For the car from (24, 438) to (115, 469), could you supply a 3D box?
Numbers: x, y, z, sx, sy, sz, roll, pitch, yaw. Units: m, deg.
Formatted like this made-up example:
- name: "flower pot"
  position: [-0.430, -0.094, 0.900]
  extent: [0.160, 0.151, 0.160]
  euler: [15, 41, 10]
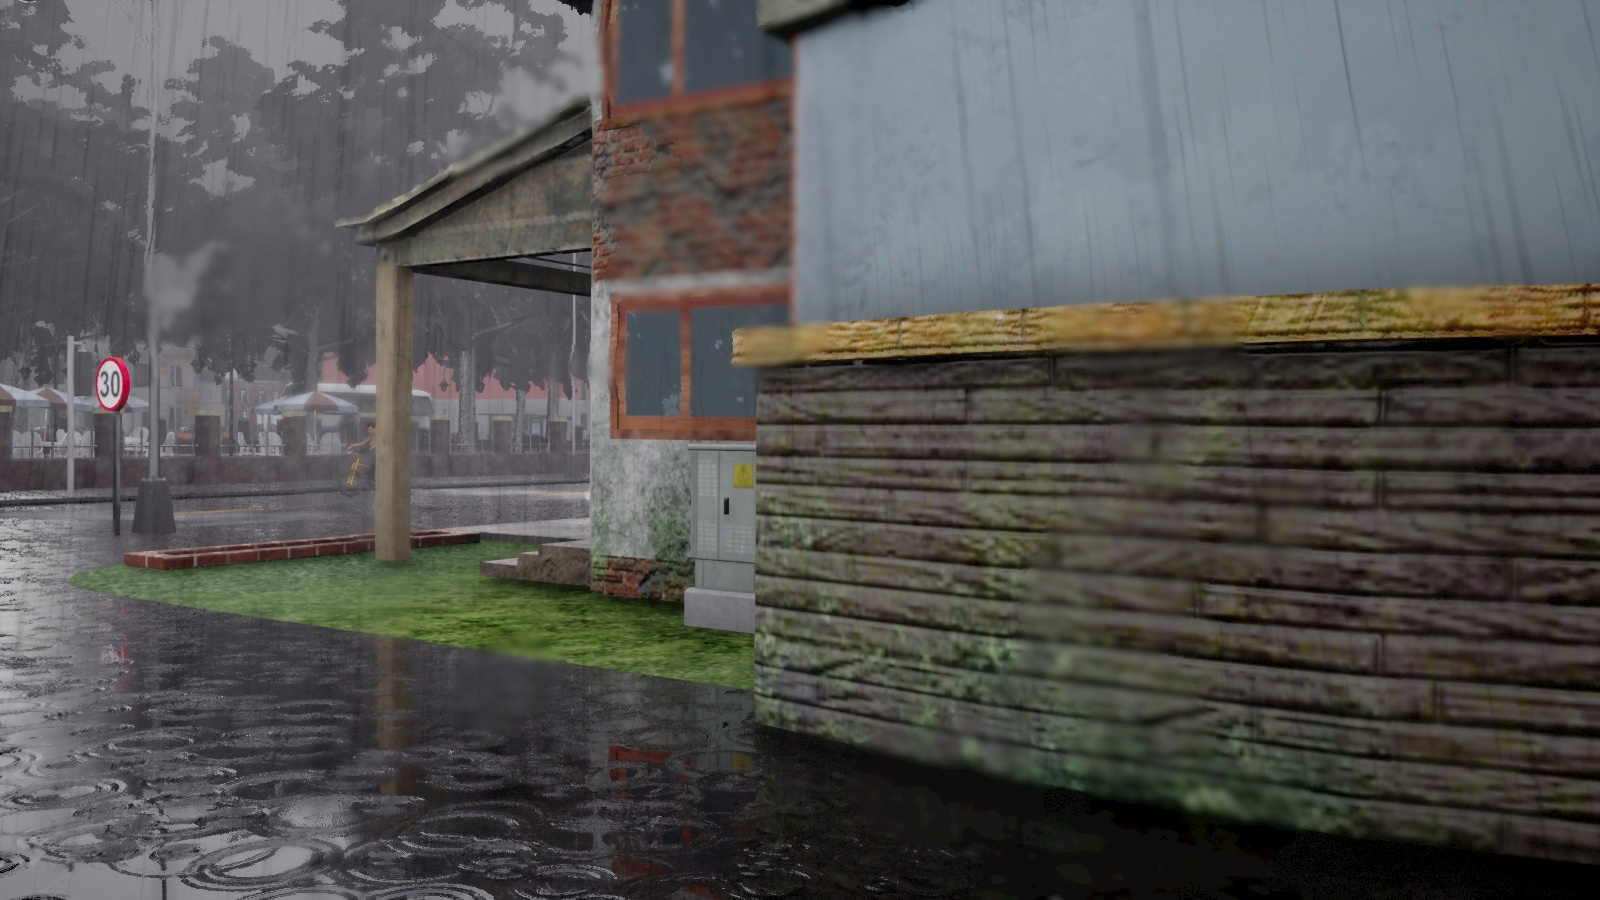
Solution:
- name: "car"
  position: [-38.122, 0.160, 65.597]
  extent: [1.789, 1.549, 3.705]
  euler: [0, 1, 33]

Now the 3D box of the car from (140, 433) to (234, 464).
- name: "car"
  position: [-36.630, -0.104, 75.134]
  extent: [2.097, 1.767, 4.553]
  euler: [0, 1, 33]

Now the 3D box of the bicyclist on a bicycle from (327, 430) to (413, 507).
- name: "bicyclist on a bicycle"
  position: [-9.275, 0.381, 27.138]
  extent: [0.866, 1.612, 1.509]
  euler: [0, 1, 34]

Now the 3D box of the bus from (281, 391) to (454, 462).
- name: "bus"
  position: [-27.774, -1.504, 81.306]
  extent: [3.944, 4.253, 10.273]
  euler: [0, 1, 33]

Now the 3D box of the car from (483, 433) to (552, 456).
- name: "car"
  position: [-20.658, -0.409, 92.079]
  extent: [2.033, 1.649, 4.856]
  euler: [0, 1, 33]
